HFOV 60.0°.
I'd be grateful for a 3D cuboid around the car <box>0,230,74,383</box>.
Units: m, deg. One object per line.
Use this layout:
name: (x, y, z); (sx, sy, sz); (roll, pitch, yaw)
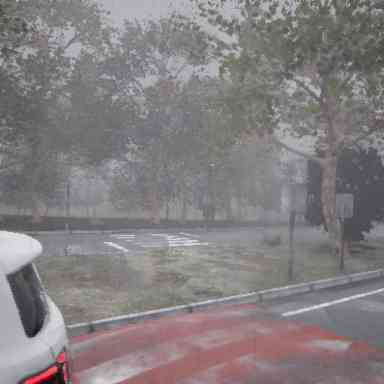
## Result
car: (-3.354, 1.182, 1.294); (5.566, 2.045, 2.150); (4, -2, -35)
